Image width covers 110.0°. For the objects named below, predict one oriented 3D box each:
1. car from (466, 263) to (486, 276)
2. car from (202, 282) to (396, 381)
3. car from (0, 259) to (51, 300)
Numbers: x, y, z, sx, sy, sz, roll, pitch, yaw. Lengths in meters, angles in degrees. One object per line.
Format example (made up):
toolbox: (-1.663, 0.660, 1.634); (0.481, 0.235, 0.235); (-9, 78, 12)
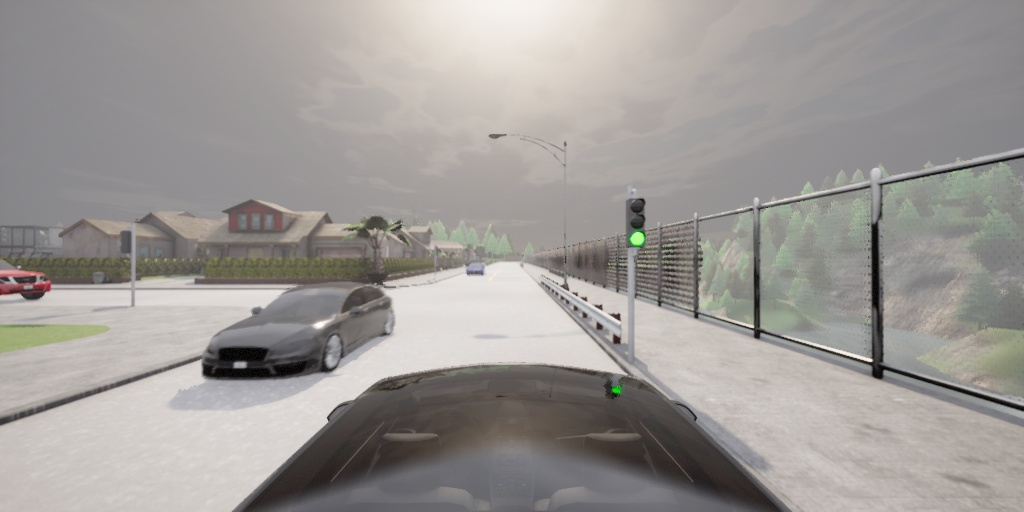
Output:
car: (-4.019, 1.501, 40.558); (1.882, 1.535, 5.008); (0, 1, 0)
car: (-4.003, 1.362, 7.710); (1.837, 1.490, 4.892); (0, 0, 0)
car: (-24.535, 1.054, 16.150); (5.566, 2.045, 2.150); (0, 0, 0)
